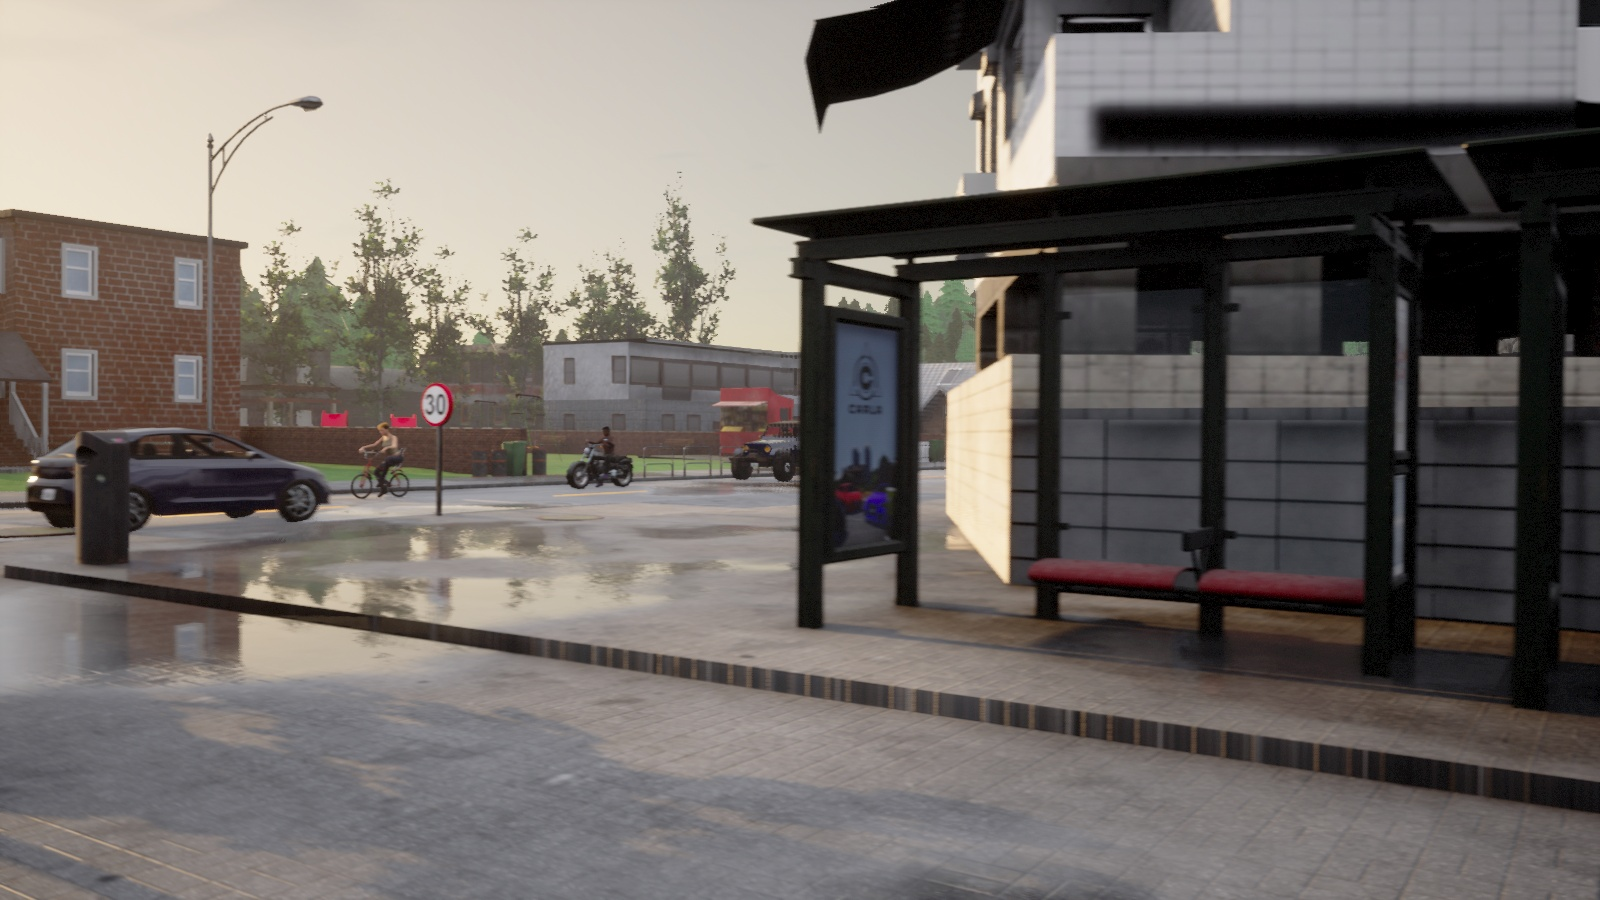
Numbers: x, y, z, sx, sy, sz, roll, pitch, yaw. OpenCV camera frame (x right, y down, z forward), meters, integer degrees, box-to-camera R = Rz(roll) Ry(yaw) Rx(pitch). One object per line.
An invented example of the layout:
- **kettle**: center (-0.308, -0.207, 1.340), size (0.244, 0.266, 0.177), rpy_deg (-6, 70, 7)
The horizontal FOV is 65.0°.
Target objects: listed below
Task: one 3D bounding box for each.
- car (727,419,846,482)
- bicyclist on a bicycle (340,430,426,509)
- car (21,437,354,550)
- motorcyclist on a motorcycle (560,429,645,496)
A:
- **car**: center (-0.368, -0.007, 39.405), size (1.905, 1.878, 3.866), rpy_deg (0, 1, 33)
- **bicyclist on a bicycle**: center (-8.829, 0.384, 26.639), size (0.866, 1.612, 1.509), rpy_deg (0, 1, 34)
- **car**: center (-9.106, 0.567, 19.021), size (1.816, 1.474, 4.193), rpy_deg (0, 1, 32)
- **motorcyclist on a motorcycle**: center (-5.059, 0.286, 32.334), size (0.766, 1.649, 2.350), rpy_deg (0, 1, 34)
